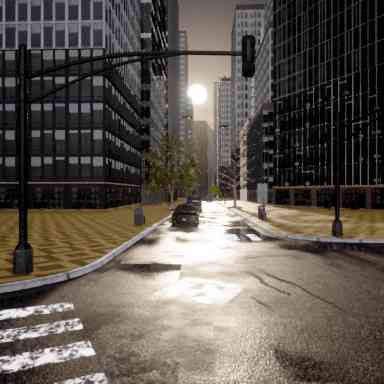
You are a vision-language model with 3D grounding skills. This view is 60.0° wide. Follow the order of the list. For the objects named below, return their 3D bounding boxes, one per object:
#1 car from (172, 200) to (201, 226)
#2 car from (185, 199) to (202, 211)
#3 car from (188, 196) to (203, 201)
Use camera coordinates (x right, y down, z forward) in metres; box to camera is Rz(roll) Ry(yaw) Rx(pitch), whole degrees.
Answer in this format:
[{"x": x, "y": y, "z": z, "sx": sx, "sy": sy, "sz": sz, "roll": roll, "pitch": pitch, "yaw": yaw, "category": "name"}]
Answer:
[{"x": -0.447, "y": 1.654, "z": 25.419, "sx": 1.882, "sy": 1.535, "sz": 5.008, "roll": 0, "pitch": 0, "yaw": 2, "category": "car"}, {"x": -0.089, "y": 1.777, "z": 35.633, "sx": 1.812, "sy": 1.442, "sz": 4.674, "roll": 0, "pitch": 0, "yaw": 2, "category": "car"}, {"x": 0.281, "y": 1.554, "z": 46.286, "sx": 2.150, "sy": 2.045, "sz": 5.566, "roll": 0, "pitch": 0, "yaw": 2, "category": "car"}]
